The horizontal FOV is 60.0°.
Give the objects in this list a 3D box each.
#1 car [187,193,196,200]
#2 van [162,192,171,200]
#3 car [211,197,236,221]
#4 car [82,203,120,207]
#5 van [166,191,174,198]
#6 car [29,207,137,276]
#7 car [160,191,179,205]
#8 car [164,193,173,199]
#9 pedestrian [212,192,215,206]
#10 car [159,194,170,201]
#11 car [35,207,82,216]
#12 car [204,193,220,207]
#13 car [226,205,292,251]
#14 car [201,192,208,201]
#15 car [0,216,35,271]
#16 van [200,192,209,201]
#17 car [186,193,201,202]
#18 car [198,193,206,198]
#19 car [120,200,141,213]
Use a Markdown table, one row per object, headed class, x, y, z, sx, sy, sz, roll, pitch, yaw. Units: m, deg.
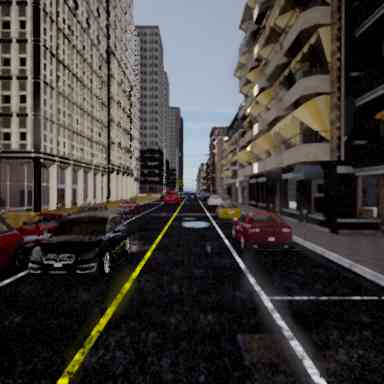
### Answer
| class | x | y | z | sx | sy | sz | roll | pitch | yaw |
| --- | --- | --- | --- | --- | --- | --- | --- | --- | --- |
| car | -0.065 | 1.022 | 73.260 | 1.994 | 1.385 | 4.181 | 0 | 0 | 0 |
| van | -5.759 | 0.796 | 75.543 | 1.690 | 1.788 | 3.998 | 0 | 0 | 0 |
| car | 2.668 | 1.334 | 24.886 | 1.752 | 1.417 | 4.829 | 0 | 0 | 0 |
| car | -5.707 | 1.419 | 19.060 | 1.947 | 1.339 | 4.313 | 0 | 0 | 0 |
| van | -5.769 | 0.721 | 86.840 | 1.690 | 1.788 | 3.998 | 0 | 0 | 0 |
| car | -3.108 | 1.426 | 10.129 | 1.837 | 1.490 | 4.892 | 0 | 0 | 0 |
| car | -3.126 | 0.843 | 51.075 | 2.150 | 2.045 | 5.566 | 0 | 0 | 0 |
| car | -5.763 | 0.968 | 81.193 | 2.008 | 1.369 | 4.403 | 0 | 0 | 0 |
| pedestrian | 2.959 | 0.950 | 46.060 | 0.375 | 1.860 | 0.375 | 0 | 0 | -2 |
| car | -5.753 | 1.058 | 69.896 | 1.947 | 1.339 | 4.313 | 0 | 0 | 0 |
| car | -5.702 | 1.478 | 13.411 | 1.802 | 1.307 | 4.206 | 0 | 0 | 0 |
| car | 2.961 | 1.203 | 43.226 | 1.812 | 1.442 | 4.674 | 0 | 0 | 0 |
| car | 2.678 | 1.440 | 13.418 | 1.887 | 1.381 | 4.507 | 0 | 0 | 0 |
| car | 2.632 | 1.113 | 64.255 | 1.802 | 1.307 | 4.206 | 0 | 0 | 0 |
| car | -5.697 | 1.379 | 7.763 | 1.967 | 1.590 | 4.097 | 0 | 0 | 0 |
| van | 2.627 | 0.833 | 69.902 | 1.690 | 1.788 | 3.998 | 0 | 0 | 0 |
| car | 0.010 | 0.906 | 60.888 | 2.097 | 1.767 | 4.553 | 0 | 0 | -3 |
| car | 2.612 | 0.931 | 86.848 | 2.008 | 1.369 | 4.403 | 0 | 0 | 0 |
| car | -5.717 | 1.350 | 30.357 | 1.802 | 1.307 | 4.206 | 0 | 0 | 0 |
